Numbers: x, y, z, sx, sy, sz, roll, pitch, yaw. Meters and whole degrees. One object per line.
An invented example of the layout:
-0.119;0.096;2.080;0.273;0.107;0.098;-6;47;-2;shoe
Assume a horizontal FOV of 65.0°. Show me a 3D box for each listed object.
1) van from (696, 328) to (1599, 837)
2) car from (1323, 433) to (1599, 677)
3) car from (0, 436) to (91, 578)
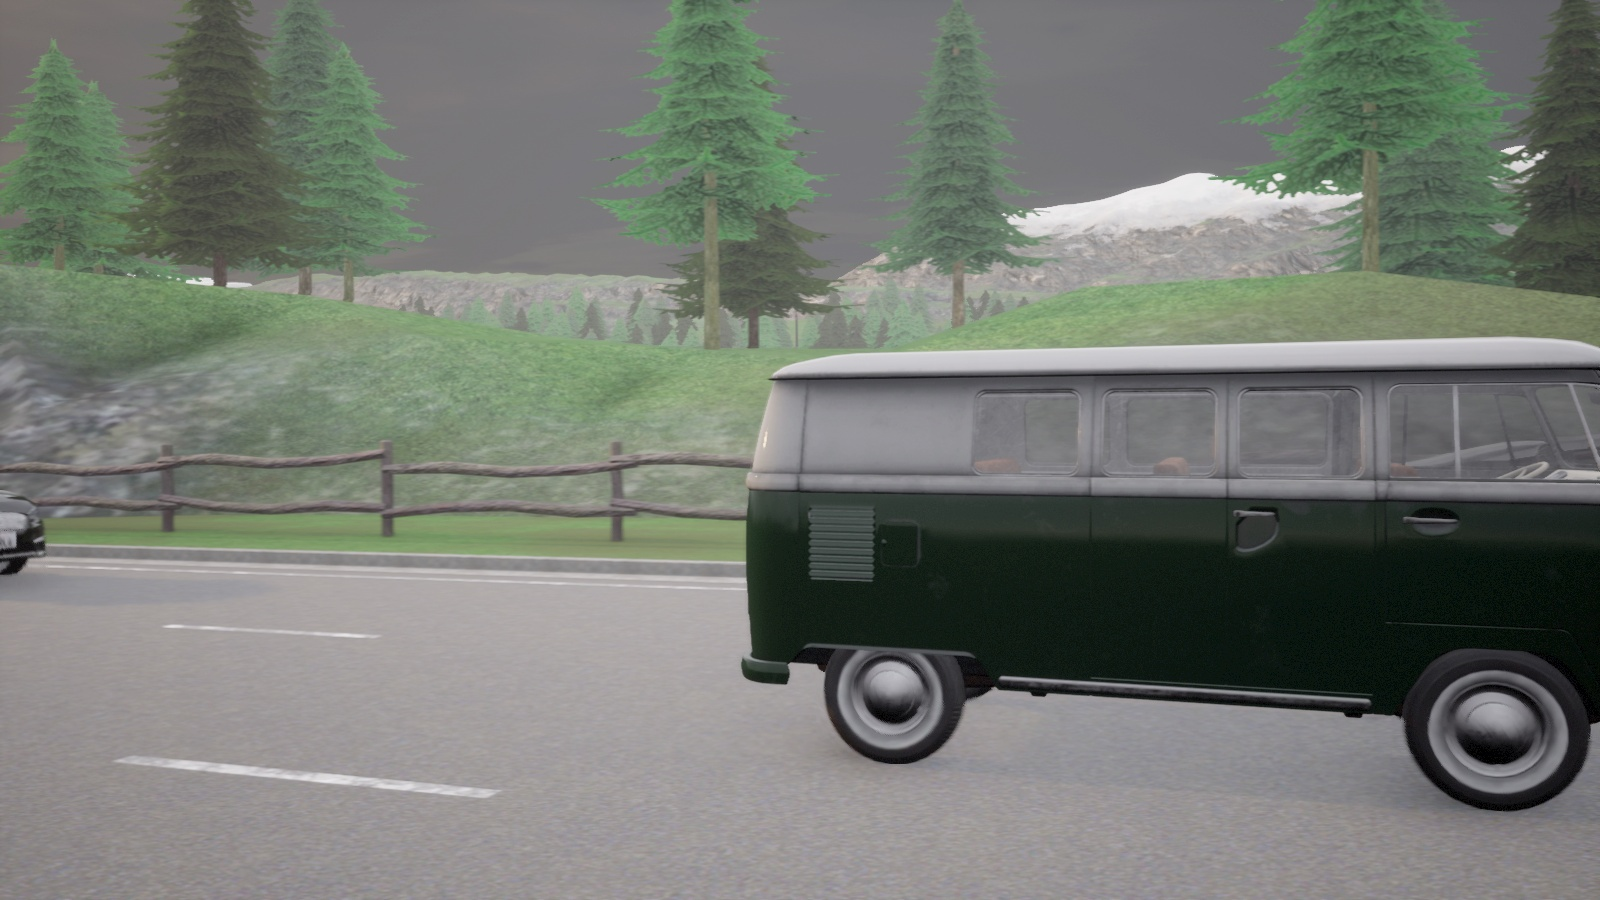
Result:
1.888;0.486;6.247;4.442;1.987;1.775;1;1;19;van
6.070;0.646;8.535;4.514;1.525;2.007;0;1;19;car
-10.828;0.598;14.219;4.902;1.511;2.128;0;1;19;car
